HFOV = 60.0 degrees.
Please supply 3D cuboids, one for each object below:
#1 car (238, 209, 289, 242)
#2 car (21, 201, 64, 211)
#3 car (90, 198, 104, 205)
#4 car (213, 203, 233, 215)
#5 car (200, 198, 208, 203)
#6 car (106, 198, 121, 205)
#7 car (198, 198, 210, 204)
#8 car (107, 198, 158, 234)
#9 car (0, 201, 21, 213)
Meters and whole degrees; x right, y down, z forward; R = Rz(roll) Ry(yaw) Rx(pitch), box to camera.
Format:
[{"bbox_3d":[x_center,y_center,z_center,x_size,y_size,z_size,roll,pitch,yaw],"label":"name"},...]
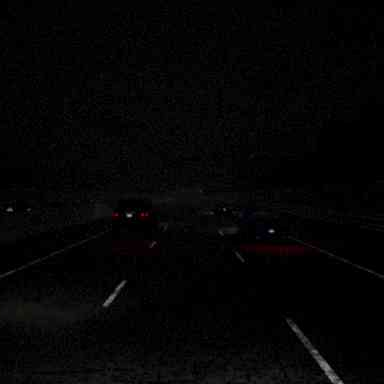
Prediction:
[{"bbox_3d":[3.578,1.634,17.467,1.882,1.535,5.008,0,-1,0],"label":"car"},{"bbox_3d":[-14.138,1.645,32.312,2.097,1.767,4.553,0,-1,0],"label":"car"},{"bbox_3d":[-21.097,2.022,73.650,2.097,1.767,4.553,0,-1,0],"label":"car"},{"bbox_3d":[3.550,1.917,38.433,1.994,1.385,4.181,0,-1,0],"label":"car"},{"bbox_3d":[3.376,2.484,94.562,2.033,1.411,5.357,0,-1,0],"label":"car"},{"bbox_3d":[-17.599,2.165,75.012,2.033,1.411,5.357,0,-1,0],"label":"car"},{"bbox_3d":[3.390,2.322,83.591,2.163,1.488,4.792,0,-1,0],"label":"car"},{"bbox_3d":[-3.426,1.407,20.838,2.150,2.045,5.566,0,-1,0],"label":"car"},{"bbox_3d":[-17.638,1.649,32.708,2.097,1.767,4.553,0,-1,0],"label":"car"}]
